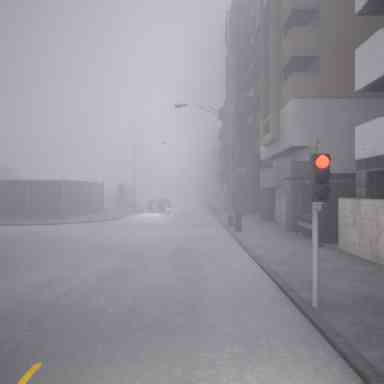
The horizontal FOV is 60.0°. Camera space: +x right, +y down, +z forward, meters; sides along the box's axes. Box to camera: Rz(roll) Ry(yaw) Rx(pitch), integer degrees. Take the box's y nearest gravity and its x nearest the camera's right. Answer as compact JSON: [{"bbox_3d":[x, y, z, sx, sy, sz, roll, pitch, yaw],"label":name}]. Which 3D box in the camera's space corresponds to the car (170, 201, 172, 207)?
[{"bbox_3d":[-4.104,1.564,49.288,1.994,1.385,4.181,0,0,0],"label":"car"}]

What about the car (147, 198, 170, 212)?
[{"bbox_3d":[-4.122,1.491,39.268,2.128,1.511,4.902,0,0,0],"label":"car"}]
